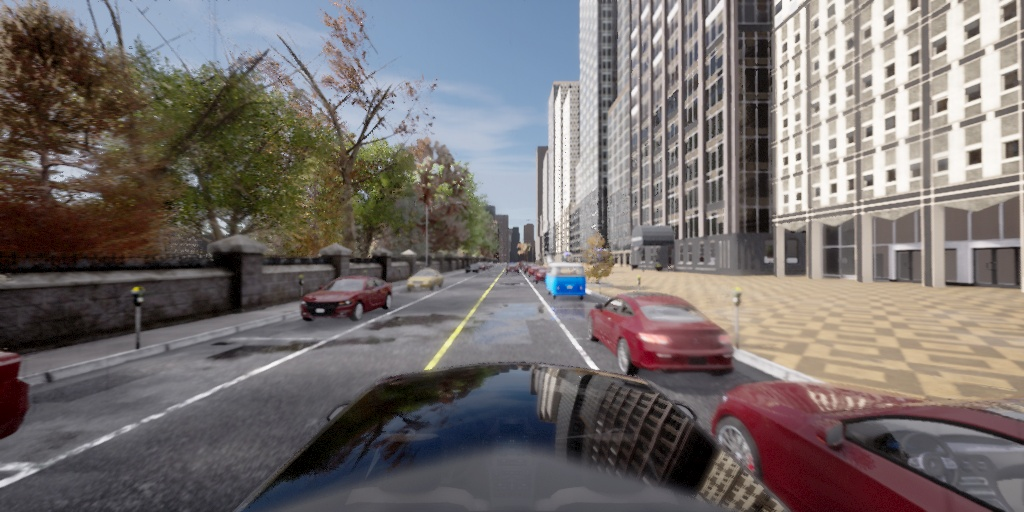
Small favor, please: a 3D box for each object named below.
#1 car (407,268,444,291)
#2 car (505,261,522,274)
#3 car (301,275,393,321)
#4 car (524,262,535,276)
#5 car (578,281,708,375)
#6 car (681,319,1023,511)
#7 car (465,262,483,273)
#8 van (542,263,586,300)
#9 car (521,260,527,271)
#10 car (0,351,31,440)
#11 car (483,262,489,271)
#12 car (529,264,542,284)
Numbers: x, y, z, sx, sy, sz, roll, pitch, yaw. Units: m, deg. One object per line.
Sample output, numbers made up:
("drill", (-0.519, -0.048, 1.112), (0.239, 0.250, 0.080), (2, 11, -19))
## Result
("car", (-5.700, 1.490, 23.983), (1.751, 1.417, 4.829), (0, 0, 0))
("car", (0.080, 1.752, 50.106), (1.812, 1.442, 4.674), (0, 0, 0))
("car", (-5.696, 1.400, 12.889), (1.888, 1.381, 4.507), (0, 0, 0))
("car", (2.675, 1.717, 41.052), (1.802, 1.307, 4.207), (0, 0, 0))
("car", (2.687, 1.384, 7.260), (1.802, 1.307, 4.207), (0, 0, 0))
("car", (2.688, 1.331, 1.628), (1.802, 1.307, 4.207), (0, 0, 0))
("car", (-5.709, 1.815, 52.313), (1.948, 1.339, 4.313), (0, 0, 0))
("van", (2.683, 1.251, 18.525), (1.690, 1.789, 3.998), (0, 0, 0))
("car", (2.671, 1.689, 52.316), (1.967, 1.591, 4.097), (0, 0, 0))
("car", (-5.692, 1.294, 1.625), (1.888, 1.381, 4.507), (0, 0, 0))
("car", (-5.714, 1.811, 63.575), (1.967, 1.591, 4.097), (0, 0, 0))
("car", (2.679, 1.603, 29.787), (1.802, 1.307, 4.207), (0, 0, 0))
